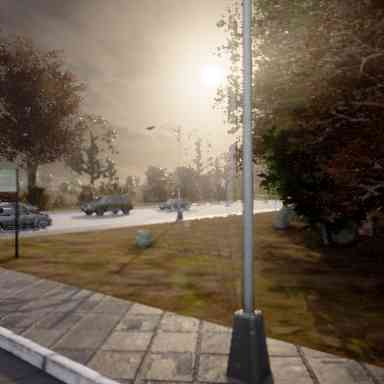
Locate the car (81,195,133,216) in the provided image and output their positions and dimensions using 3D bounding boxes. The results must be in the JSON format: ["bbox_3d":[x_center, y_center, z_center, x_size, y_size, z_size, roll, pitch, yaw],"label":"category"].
[{"bbox_3d":[-8.622,1.333,34.423,2.150,2.045,5.566,0,0,38],"label":"car"}]

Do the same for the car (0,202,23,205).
[{"bbox_3d":[-14.865,1.629,26.598,1.837,1.490,4.892,0,0,39],"label":"car"}]

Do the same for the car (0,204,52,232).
[{"bbox_3d":[-10.742,1.656,20.142,1.994,1.385,4.181,-1,0,37],"label":"car"}]

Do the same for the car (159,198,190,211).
[{"bbox_3d":[-2.207,1.581,42.633,1.837,1.490,4.892,0,0,37],"label":"car"}]
